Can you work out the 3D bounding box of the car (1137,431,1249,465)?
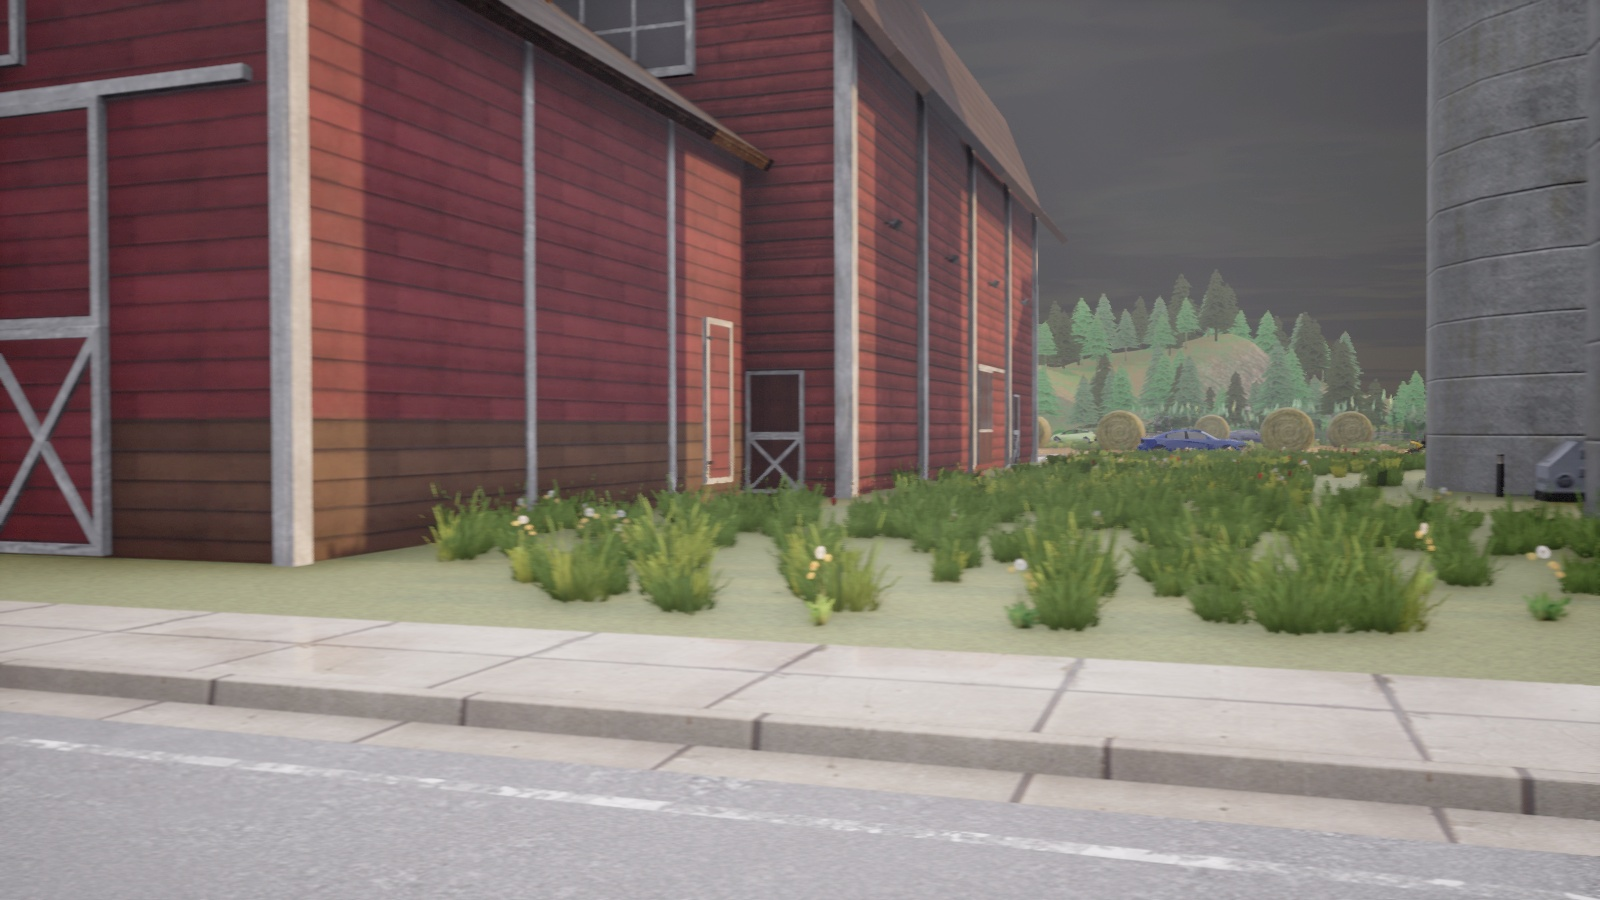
[{"bbox_3d":[18.645,-0.107,59.600,5.008,1.535,1.882,1,1,19],"label":"car"}]
